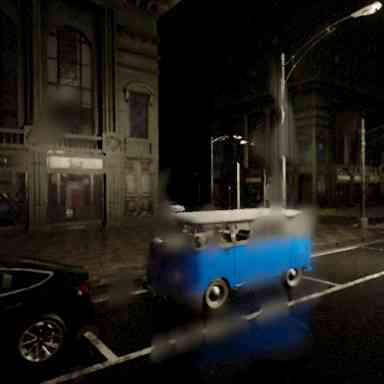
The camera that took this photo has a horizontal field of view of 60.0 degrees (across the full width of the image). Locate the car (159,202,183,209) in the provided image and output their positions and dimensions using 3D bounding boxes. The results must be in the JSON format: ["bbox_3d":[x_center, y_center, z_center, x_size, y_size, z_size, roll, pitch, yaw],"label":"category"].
[{"bbox_3d":[-2.732,1.942,41.445,1.812,1.442,4.674,-1,-1,-36],"label":"car"}]

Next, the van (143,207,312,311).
[{"bbox_3d":[0.928,1.299,7.387,3.998,1.788,1.690,-1,0,-36],"label":"van"}]

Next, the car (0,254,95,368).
[{"bbox_3d":[-3.428,1.571,4.177,4.313,1.339,1.947,-1,0,-36],"label":"car"}]
